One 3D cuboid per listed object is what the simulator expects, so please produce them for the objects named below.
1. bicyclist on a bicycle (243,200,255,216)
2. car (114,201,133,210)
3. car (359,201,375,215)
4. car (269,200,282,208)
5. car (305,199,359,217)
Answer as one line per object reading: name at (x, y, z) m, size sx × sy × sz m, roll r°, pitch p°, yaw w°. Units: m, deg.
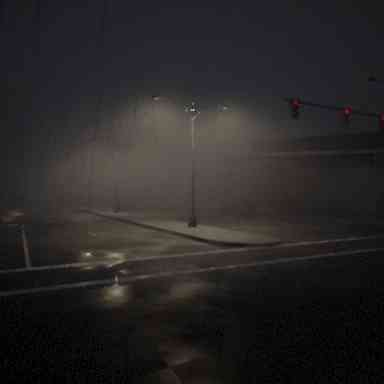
bicyclist on a bicycle at (5.923, 1.677, 35.102) m, size 1.656 × 1.620 × 0.582 m, roll -5°, pitch -8°, yaw -29°
car at (-10.029, 1.939, 48.450) m, size 1.994 × 1.385 × 4.181 m, roll 0°, pitch 0°, yaw -27°
car at (17.961, 1.684, 35.832) m, size 1.970 × 1.475 × 3.806 m, roll 0°, pitch 0°, yaw -27°
car at (14.573, 1.944, 55.813) m, size 1.994 × 1.385 × 4.181 m, roll 0°, pitch 0°, yaw 36°
car at (13.224, 1.508, 32.495) m, size 2.242 × 1.667 × 4.611 m, roll 0°, pitch 0°, yaw -27°
